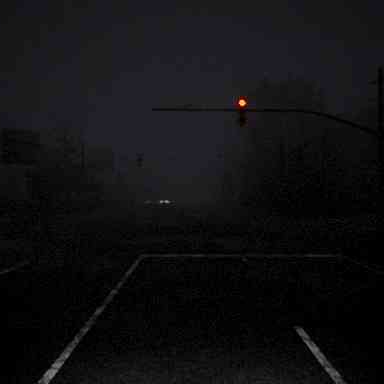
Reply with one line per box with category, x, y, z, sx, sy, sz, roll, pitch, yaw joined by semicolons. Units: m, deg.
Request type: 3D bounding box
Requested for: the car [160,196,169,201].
car;-7.000;1.595;84.458;1.895;1.301;4.718;0;0;0
